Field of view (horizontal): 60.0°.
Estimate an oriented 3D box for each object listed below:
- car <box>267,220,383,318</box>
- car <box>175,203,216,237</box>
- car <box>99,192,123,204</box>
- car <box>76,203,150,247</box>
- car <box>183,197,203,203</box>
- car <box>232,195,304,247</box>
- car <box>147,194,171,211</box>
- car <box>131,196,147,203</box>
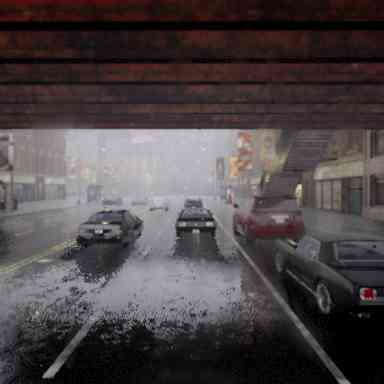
[{"bbox_3d":[3.203,1.541,7.248,1.895,1.301,4.718,0,0,0],"label":"car"},{"bbox_3d":[0.178,1.473,17.231,1.895,1.301,4.718,0,0,0],"label":"car"},{"bbox_3d":[-10.580,1.147,44.356,1.882,1.535,5.008,0,1,0],"label":"car"},{"bbox_3d":[-3.318,1.440,14.374,2.033,1.411,5.357,0,0,0],"label":"car"},{"bbox_3d":[0.135,1.247,34.782,1.837,1.490,4.892,0,0,0],"label":"car"},{"bbox_3d":[3.141,1.120,14.641,2.435,2.045,5.566,0,0,0],"label":"car"},{"bbox_3d":[-3.382,1.260,35.745,1.812,1.442,4.674,0,0,0],"label":"car"},{"bbox_3d":[-7.083,1.264,45.351,1.895,1.301,4.718,0,0,0],"label":"car"}]
